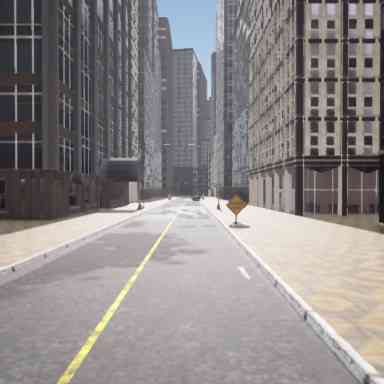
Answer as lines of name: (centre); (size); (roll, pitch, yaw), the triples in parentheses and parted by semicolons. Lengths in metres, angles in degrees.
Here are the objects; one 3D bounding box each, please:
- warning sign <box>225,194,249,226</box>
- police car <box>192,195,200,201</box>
warning sign: (2.729, 1.087, 20.470); (1.300, 1.860, 1.060); (1, 1, 0)
police car: (1.050, 1.518, 80.600); (1.930, 1.638, 5.238); (0, 0, 0)
